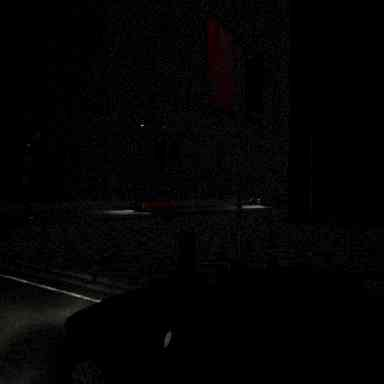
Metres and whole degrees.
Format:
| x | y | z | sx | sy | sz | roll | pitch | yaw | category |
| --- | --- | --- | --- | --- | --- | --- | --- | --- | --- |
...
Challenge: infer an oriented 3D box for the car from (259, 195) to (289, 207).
| x | y | z | sx | sy | sz | roll | pitch | yaw | category |
| --- | --- | --- | --- | --- | --- | --- | --- | --- | --- |
| 13.333 | 1.465 | 52.512 | 4.902 | 1.511 | 2.128 | 0 | 0 | -41 | car |

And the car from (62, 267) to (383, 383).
| x | y | z | sx | sy | sz | roll | pitch | yaw | category |
| --- | --- | --- | --- | --- | --- | --- | --- | --- | --- |
| 0.871 | 1.477 | 3.012 | 5.008 | 1.535 | 1.882 | 0 | 0 | 35 | car |

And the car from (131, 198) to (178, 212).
| x | y | z | sx | sy | sz | roll | pitch | yaw | category |
| --- | --- | --- | --- | --- | --- | --- | --- | --- | --- |
| -3.894 | 1.423 | 37.343 | 5.008 | 1.535 | 1.882 | 0 | 0 | -42 | car |

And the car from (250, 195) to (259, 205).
| x | y | z | sx | sy | sz | roll | pitch | yaw | category |
| --- | --- | --- | --- | --- | --- | --- | --- | --- | --- |
| 11.645 | 1.310 | 55.353 | 4.553 | 1.767 | 2.097 | 0 | 0 | -41 | car |
